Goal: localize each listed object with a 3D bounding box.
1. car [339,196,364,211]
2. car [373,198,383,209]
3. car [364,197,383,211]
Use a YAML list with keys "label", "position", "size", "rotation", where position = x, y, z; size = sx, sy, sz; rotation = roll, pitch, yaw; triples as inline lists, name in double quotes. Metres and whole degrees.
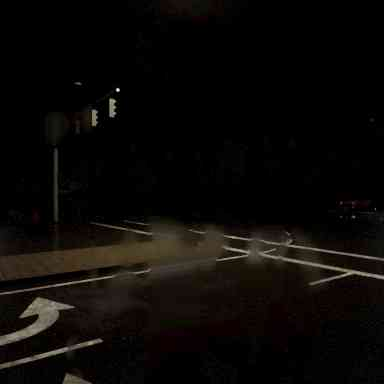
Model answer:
- label: "car"
  position: [20.366, 1.352, 41.385]
  size: [4.553, 1.767, 2.097]
  rotation: [0, 0, -36]
- label: "car"
  position: [27.380, 1.564, 46.415]
  size: [4.181, 1.385, 1.994]
  rotation: [0, 0, -36]
- label: "car"
  position: [22.779, 1.547, 38.853]
  size: [5.357, 1.411, 2.033]
  rotation: [0, 0, -35]
